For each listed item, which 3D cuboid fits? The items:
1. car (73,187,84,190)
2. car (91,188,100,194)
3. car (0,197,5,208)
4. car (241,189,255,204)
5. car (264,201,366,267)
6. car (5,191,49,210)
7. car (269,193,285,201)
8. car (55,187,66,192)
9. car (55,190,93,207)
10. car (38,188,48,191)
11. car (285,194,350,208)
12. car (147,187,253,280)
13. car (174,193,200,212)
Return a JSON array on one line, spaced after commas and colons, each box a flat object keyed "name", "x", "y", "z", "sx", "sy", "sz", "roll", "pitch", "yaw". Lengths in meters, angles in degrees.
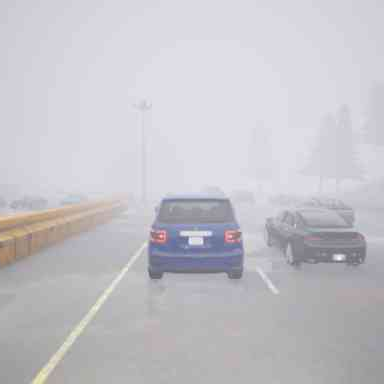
[{"name": "car", "x": -24.424, "y": -0.228, "z": 71.465, "sx": 2.128, "sy": 1.511, "sz": 4.902, "roll": 0, "pitch": 1, "yaw": -20}, {"name": "car", "x": -21.170, "y": -0.192, "z": 72.752, "sx": 1.895, "sy": 1.301, "sz": 4.718, "roll": 0, "pitch": 1, "yaw": -20}, {"name": "car", "x": -18.297, "y": 0.876, "z": 29.601, "sx": 1.994, "sy": 1.385, "sz": 4.181, "roll": 0, "pitch": 1, "yaw": -5}, {"name": "car", "x": 5.589, "y": 0.465, "z": 38.190, "sx": 2.097, "sy": 1.767, "sz": 4.553, "roll": 0, "pitch": 1, "yaw": -7}, {"name": "car", "x": 3.585, "y": 1.260, "z": 10.491, "sx": 1.837, "sy": 1.490, "sz": 4.892, "roll": 0, "pitch": 2, "yaw": 0}, {"name": "car", "x": -14.832, "y": 0.893, "z": 30.449, "sx": 1.895, "sy": 1.301, "sz": 4.718, "roll": 0, "pitch": 1, "yaw": -5}, {"name": "car", "x": 9.565, "y": 0.799, "z": 34.567, "sx": 1.895, "sy": 1.301, "sz": 4.718, "roll": 0, "pitch": 1, "yaw": -6}, {"name": "car", "x": -27.679, "y": -0.365, "z": 70.175, "sx": 2.097, "sy": 1.767, "sz": 4.553, "roll": 0, "pitch": 1, "yaw": -20}, {"name": "car", "x": -11.537, "y": 0.786, "z": 32.802, "sx": 2.033, "sy": 1.411, "sz": 5.357, "roll": 0, "pitch": 1, "yaw": -6}, {"name": "car", "x": -31.366, "y": -0.213, "z": 70.000, "sx": 1.994, "sy": 1.385, "sz": 4.181, "roll": 0, "pitch": 1, "yaw": -20}, {"name": "car", "x": 7.010, "y": 1.069, "z": 18.195, "sx": 2.128, "sy": 1.511, "sz": 4.902, "roll": 0, "pitch": 1, "yaw": -1}, {"name": "car", "x": 0.088, "y": 1.003, "z": 9.349, "sx": 2.150, "sy": 2.045, "sz": 5.566, "roll": 0, "pitch": 2, "yaw": 0}, {"name": "car", "x": -0.550, "y": 0.849, "z": 30.075, "sx": 2.033, "sy": 1.411, "sz": 5.357, "roll": 0, "pitch": 1, "yaw": -5}]
